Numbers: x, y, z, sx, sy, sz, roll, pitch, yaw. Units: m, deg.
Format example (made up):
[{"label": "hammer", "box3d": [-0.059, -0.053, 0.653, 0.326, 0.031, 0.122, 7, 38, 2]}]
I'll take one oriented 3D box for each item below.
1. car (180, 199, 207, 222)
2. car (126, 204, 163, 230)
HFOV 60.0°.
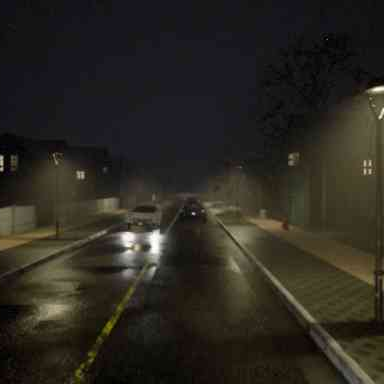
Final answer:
[{"label": "car", "box3d": [0.105, 1.502, 25.391, 1.994, 1.385, 4.181, 0, 0, 0]}, {"label": "car", "box3d": [-2.844, 1.476, 20.617, 1.812, 1.442, 4.674, 0, 0, 0]}]
